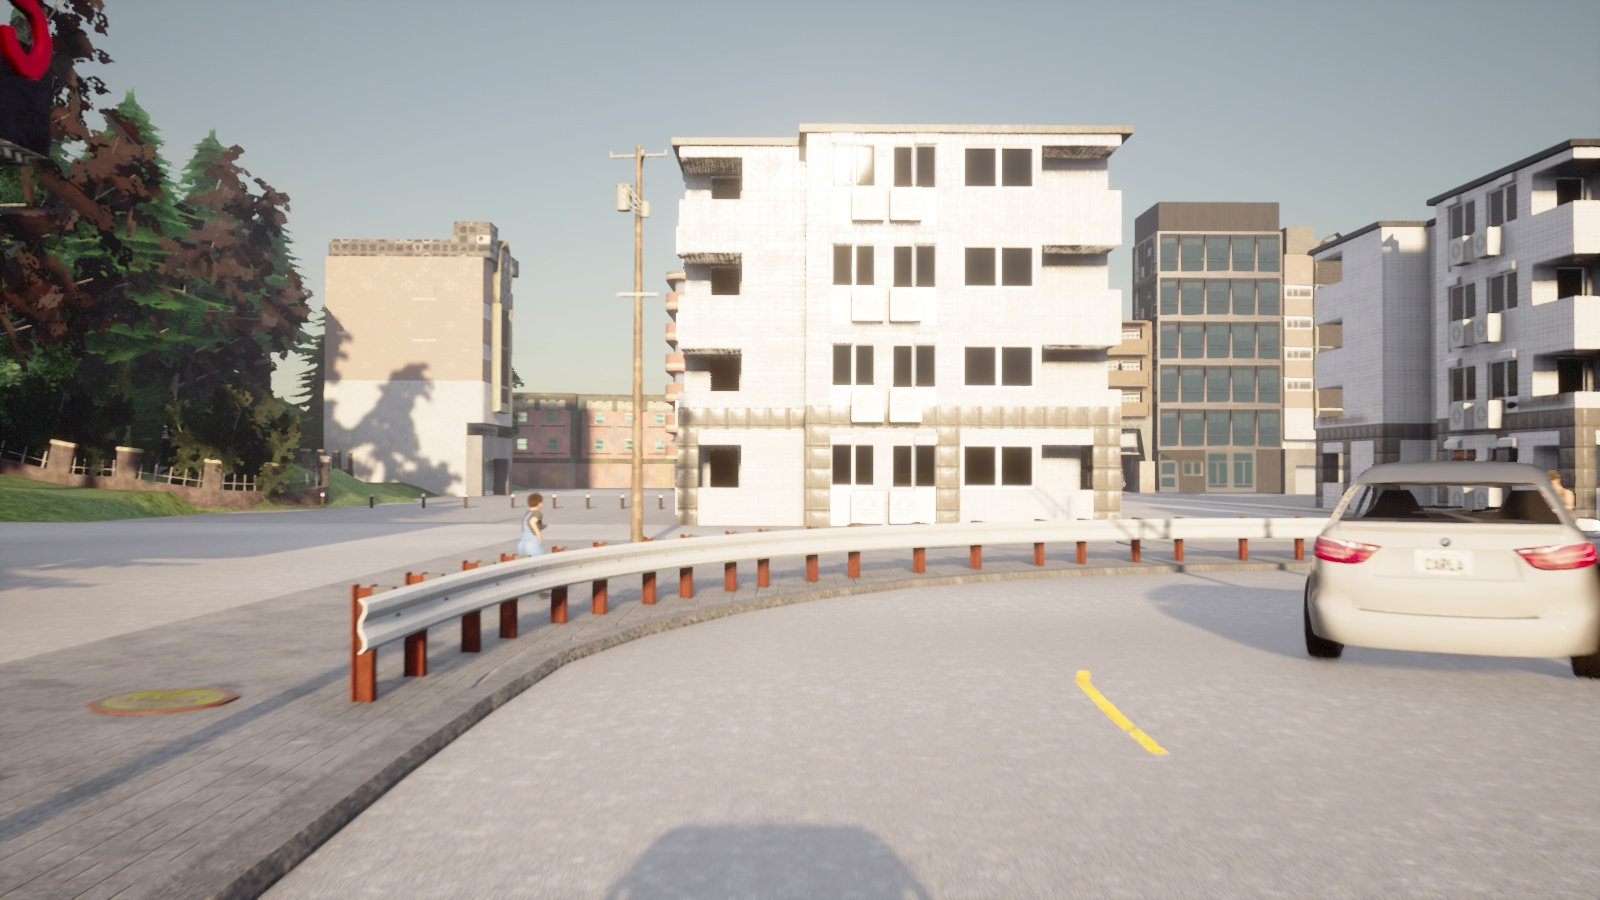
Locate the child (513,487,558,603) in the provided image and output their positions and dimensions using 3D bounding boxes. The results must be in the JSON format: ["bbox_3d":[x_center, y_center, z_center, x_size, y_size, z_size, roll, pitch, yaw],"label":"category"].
[{"bbox_3d":[-2.947,1.051,14.006,0.270,1.263,0.437,-1,-1,29],"label":"child"}]

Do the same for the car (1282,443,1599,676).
[{"bbox_3d":[6.024,0.828,11.483,2.242,1.667,4.611,-1,-1,31],"label":"car"}]
